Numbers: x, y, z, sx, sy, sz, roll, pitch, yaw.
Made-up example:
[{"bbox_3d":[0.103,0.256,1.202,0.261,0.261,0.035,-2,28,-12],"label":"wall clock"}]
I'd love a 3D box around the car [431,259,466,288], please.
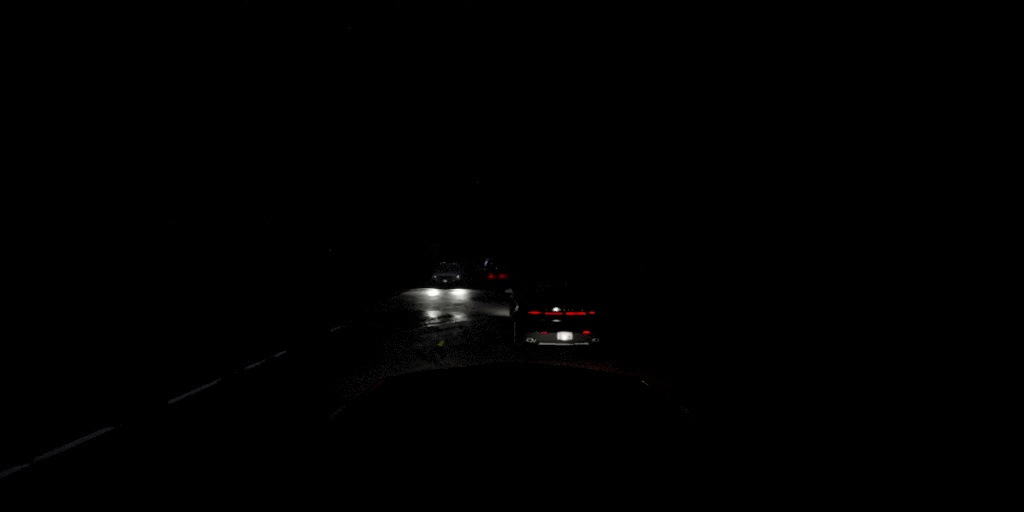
[{"bbox_3d":[-3.964,1.152,22.908,1.812,1.442,4.674,1,0,-3],"label":"car"}]

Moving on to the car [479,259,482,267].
[{"bbox_3d":[-3.301,0.829,49.207,2.033,1.411,5.357,0,1,-13],"label":"car"}]

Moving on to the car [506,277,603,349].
[{"bbox_3d":[0.914,1.274,9.257,1.837,1.490,4.892,1,0,-2],"label":"car"}]

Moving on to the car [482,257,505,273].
[{"bbox_3d":[-1.830,0.974,39.011,2.128,1.511,4.902,1,1,-6],"label":"car"}]
